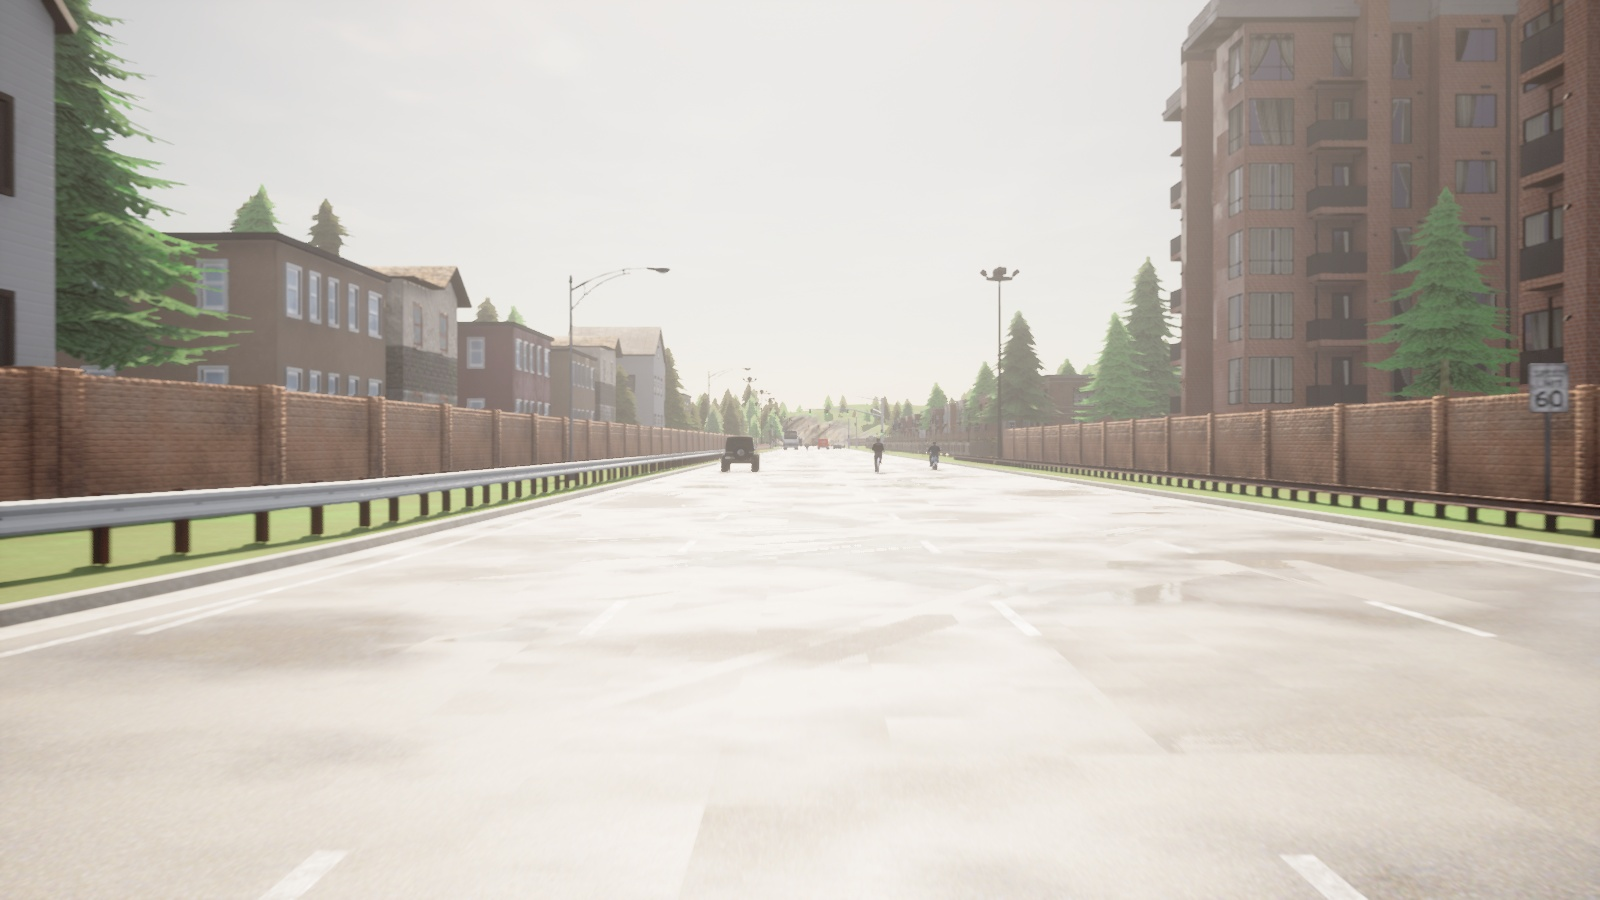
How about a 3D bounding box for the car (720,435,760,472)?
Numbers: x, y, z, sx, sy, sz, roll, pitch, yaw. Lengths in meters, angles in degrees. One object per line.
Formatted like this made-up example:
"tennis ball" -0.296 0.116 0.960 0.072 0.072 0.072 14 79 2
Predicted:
"car" -3.109 0.169 66.128 1.905 1.878 3.866 0 0 0
